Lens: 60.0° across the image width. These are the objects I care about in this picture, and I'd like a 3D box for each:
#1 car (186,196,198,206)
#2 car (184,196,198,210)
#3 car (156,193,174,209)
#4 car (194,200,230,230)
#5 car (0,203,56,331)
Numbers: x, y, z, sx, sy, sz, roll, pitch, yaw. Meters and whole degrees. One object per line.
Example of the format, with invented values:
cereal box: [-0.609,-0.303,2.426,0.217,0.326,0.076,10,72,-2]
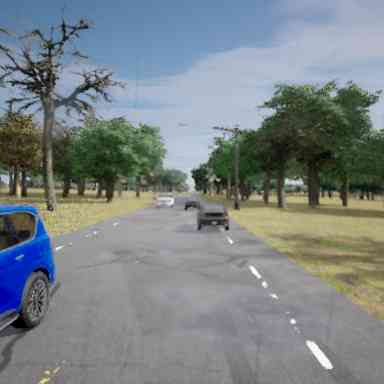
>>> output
car: [-0.007,1.431,54.812,1.812,1.442,4.674,0,0,0]
car: [0.030,1.431,41.179,1.837,1.490,4.892,0,0,0]
car: [-3.591,1.142,44.934,2.150,2.045,5.566,0,0,0]
car: [1.222,1.463,20.623,1.837,1.490,4.892,0,0,0]
car: [-3.611,1.212,3.969,2.150,2.045,5.566,0,0,0]
